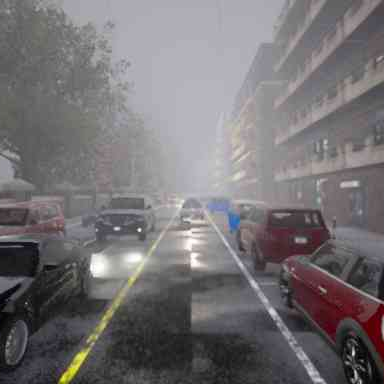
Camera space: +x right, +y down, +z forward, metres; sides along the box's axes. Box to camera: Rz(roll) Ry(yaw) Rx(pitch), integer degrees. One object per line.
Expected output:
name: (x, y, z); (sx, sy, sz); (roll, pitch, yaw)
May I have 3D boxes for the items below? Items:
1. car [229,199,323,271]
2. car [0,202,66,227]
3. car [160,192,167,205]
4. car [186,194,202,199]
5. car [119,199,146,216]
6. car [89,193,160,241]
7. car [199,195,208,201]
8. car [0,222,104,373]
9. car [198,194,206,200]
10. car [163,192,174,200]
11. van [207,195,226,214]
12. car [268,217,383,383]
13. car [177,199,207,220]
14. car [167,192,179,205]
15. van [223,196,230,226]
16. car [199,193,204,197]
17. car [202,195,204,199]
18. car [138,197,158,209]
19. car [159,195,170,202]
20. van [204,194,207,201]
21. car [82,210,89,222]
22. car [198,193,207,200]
car: (2.689, 1.276, 10.644); (2.192, 1.841, 5.009); (1, 0, 0)
car: (-5.690, 1.283, 10.629); (2.192, 1.841, 5.009); (1, 0, 0)
car: (-5.777, 1.132, 54.816); (2.192, 1.841, 5.009); (1, 0, 0)
car: (-0.013, 1.356, 43.863); (1.837, 1.490, 4.892); (0, 1, 0)
car: (-5.737, 1.418, 32.554); (1.752, 1.417, 4.829); (1, 0, 0)
car: (-3.115, 1.167, 16.664); (2.150, 2.045, 5.566); (0, 0, 0)
car: (2.555, 1.299, 76.927); (1.947, 1.339, 4.313); (1, 0, 0)
car: (-3.106, 1.508, 5.747); (1.812, 1.442, 4.674); (0, 0, 0)
car: (2.534, 1.240, 87.972); (1.887, 1.381, 4.507); (1, 0, 0)
car: (-5.831, 1.037, 82.433); (2.192, 1.841, 5.009); (1, 0, 0)
van: (2.646, 1.226, 32.739); (1.690, 1.788, 3.998); (1, 0, 0)
car: (2.698, 1.420, 5.122); (1.967, 1.590, 4.097); (1, 0, 0)
car: (0.012, 1.508, 27.035); (1.895, 1.301, 4.718); (0, 0, 0)
car: (-3.154, 1.288, 55.994); (1.882, 1.535, 5.008); (0, 0, 0)
van: (2.678, 1.283, 16.168); (1.690, 1.788, 3.998); (1, 0, 0)
car: (2.576, 1.337, 65.879); (1.947, 1.339, 4.313); (1, 0, 0)
car: (2.621, 1.372, 43.956); (1.752, 1.417, 4.829); (1, 0, 0)
car: (-5.760, 1.405, 43.770); (2.008, 1.369, 4.403); (1, 0, 0)
car: (-5.814, 1.325, 71.387); (1.947, 1.339, 4.313); (1, 0, 0)
van: (2.635, 1.207, 38.262); (1.690, 1.788, 3.998); (1, 0, 0)
car: (-5.716, 1.496, 21.677); (1.947, 1.339, 4.313); (1, 0, 0)
car: (2.547, 1.155, 82.450); (1.967, 1.590, 4.097); (1, 0, 0)
